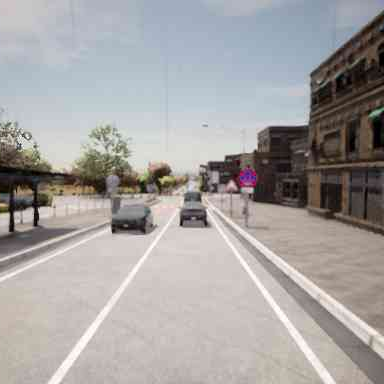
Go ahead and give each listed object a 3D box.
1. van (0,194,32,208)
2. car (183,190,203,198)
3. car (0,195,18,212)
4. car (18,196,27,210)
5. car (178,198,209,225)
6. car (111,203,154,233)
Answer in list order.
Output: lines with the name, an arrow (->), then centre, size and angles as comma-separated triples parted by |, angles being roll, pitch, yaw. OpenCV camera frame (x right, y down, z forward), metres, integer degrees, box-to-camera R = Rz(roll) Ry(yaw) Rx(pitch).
van -> -22.014, 1.215, 40.852 | 4.442, 1.987, 1.878 | 0, 0, 0
car -> 0.094, 0.769, 40.341 | 2.150, 2.045, 5.566 | 0, 5, 0
car -> -21.937, 1.441, 35.301 | 5.366, 1.575, 1.946 | 0, 0, 0
car -> -22.157, 1.472, 38.078 | 4.792, 1.488, 2.163 | 0, 0, 0
car -> 0.097, 1.430, 23.480 | 1.837, 1.490, 4.892 | 0, 0, 0
car -> -3.352, 1.432, 19.389 | 1.882, 1.535, 5.008 | 0, 0, 0
